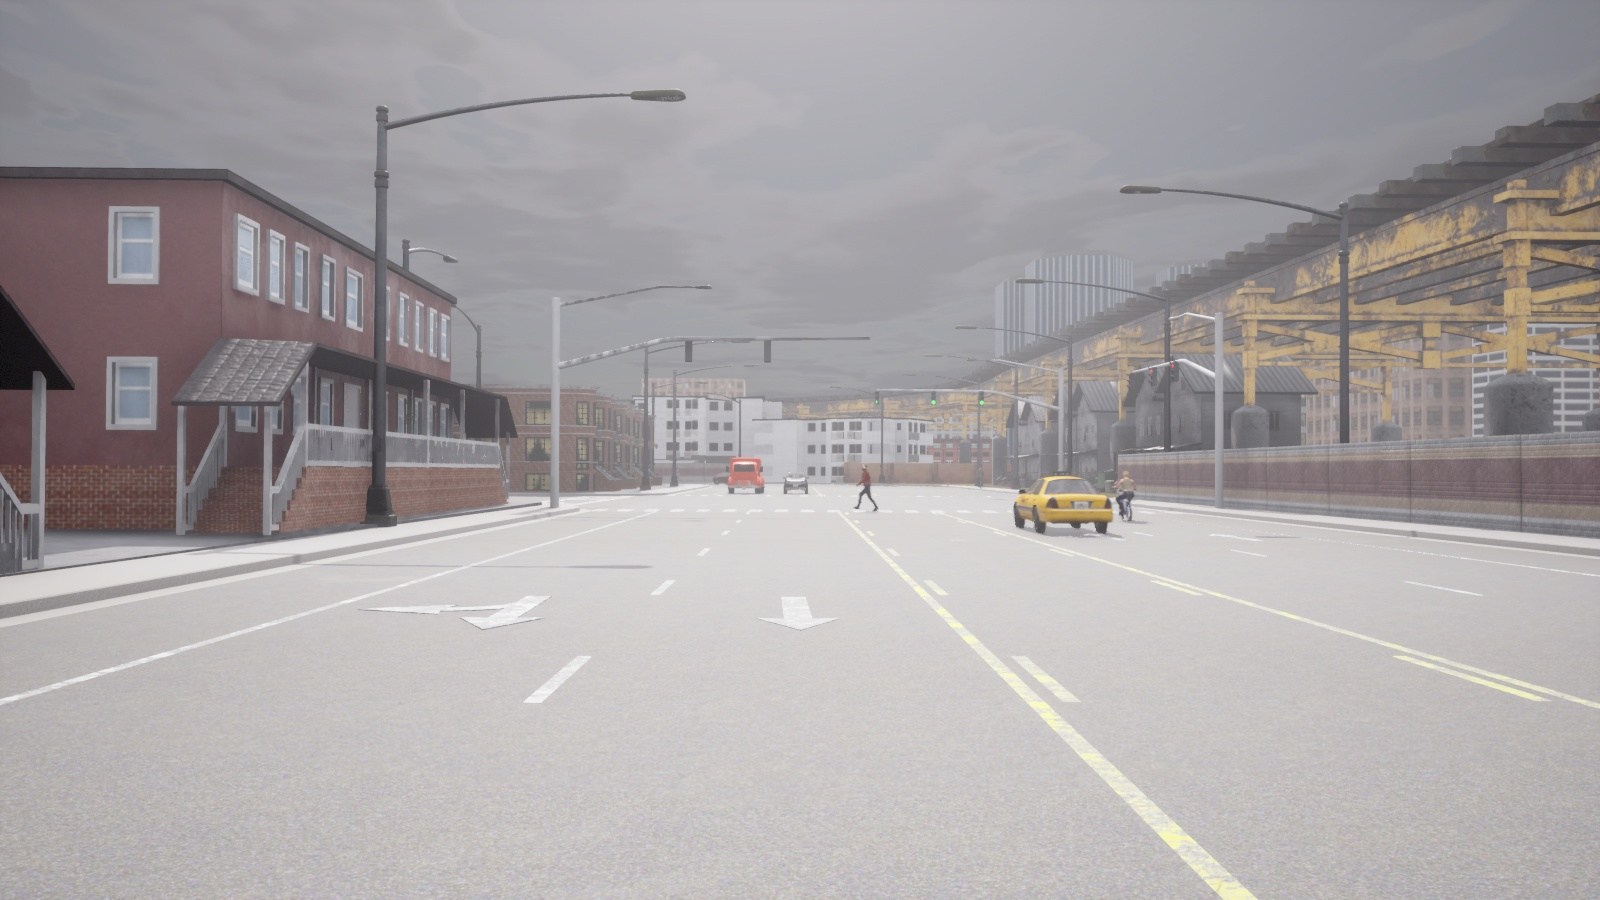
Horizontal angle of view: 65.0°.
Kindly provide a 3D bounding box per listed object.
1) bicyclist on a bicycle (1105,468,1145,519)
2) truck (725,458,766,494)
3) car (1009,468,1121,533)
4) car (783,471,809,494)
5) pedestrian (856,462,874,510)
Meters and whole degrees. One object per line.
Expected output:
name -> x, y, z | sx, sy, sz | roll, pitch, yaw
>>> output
bicyclist on a bicycle -> 10.382, 1.382, 40.144 | 0.866, 1.612, 1.509 | 0, -1, 0
truck -> -3.769, 1.805, 87.320 | 2.627, 2.467, 5.204 | 0, -1, 0
car -> 6.897, 1.283, 33.237 | 1.801, 1.575, 5.366 | 0, -1, 0
car -> -0.259, 2.240, 86.340 | 1.789, 1.549, 3.705 | 0, -1, 0
pedestrian -> 2.498, 1.399, 48.344 | 0.636, 1.846, 0.331 | 0, -1, 8
